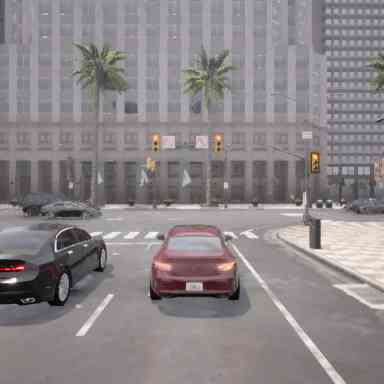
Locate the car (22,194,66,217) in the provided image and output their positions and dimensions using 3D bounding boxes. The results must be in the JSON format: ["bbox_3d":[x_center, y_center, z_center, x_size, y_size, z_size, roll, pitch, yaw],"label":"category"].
[{"bbox_3d":[-12.731,1.222,30.861,5.566,2.045,2.150,0,0,0],"label":"car"}]

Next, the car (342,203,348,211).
[{"bbox_3d":[19.751,1.491,38.039,4.902,1.511,2.128,0,0,0],"label":"car"}]

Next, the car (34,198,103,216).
[{"bbox_3d":[-9.878,1.491,27.358,4.902,1.511,2.128,0,0,0],"label":"car"}]

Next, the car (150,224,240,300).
[{"bbox_3d":[0.070,1.526,8.255,1.812,1.442,4.674,0,0,1],"label":"car"}]

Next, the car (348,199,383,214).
[{"bbox_3d":[19.032,1.564,34.539,4.181,1.385,1.994,0,0,0],"label":"car"}]

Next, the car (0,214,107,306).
[{"bbox_3d":[-3.439,1.505,8.000,1.837,1.490,4.892,0,0,0],"label":"car"}]
